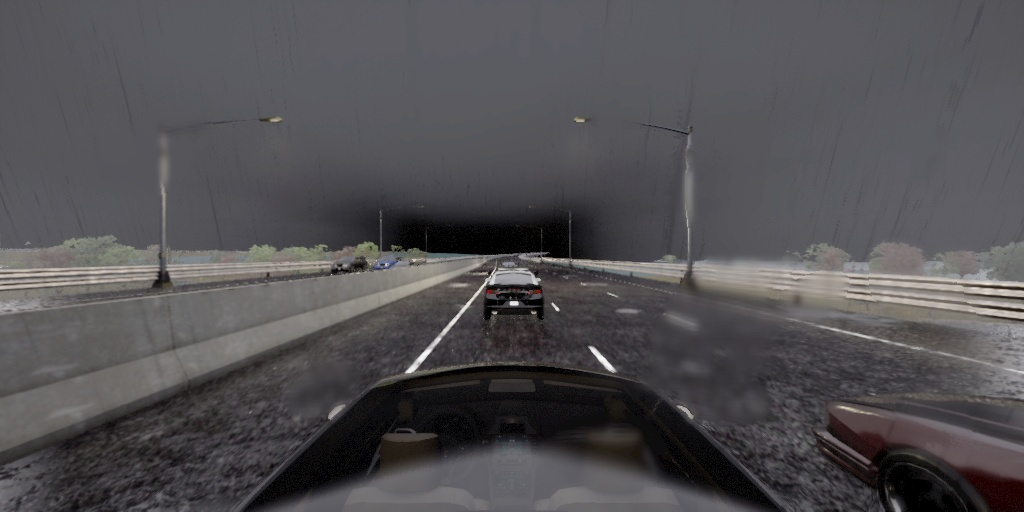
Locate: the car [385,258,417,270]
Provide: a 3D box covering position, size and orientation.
[{"bbox_3d":[-10.950,1.253,36.412,1.837,1.490,4.892,0,0,-1],"label":"car"}]

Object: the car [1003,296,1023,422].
[{"bbox_3d":[7.092,1.253,2.062,1.837,1.490,4.892,0,0,0],"label":"car"}]

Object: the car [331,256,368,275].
[{"bbox_3d":[-18.004,0.969,40.054,2.150,2.045,5.566,0,0,-1],"label":"car"}]

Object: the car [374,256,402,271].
[{"bbox_3d":[-14.539,0.966,42.752,2.150,2.045,5.566,0,0,-1],"label":"car"}]

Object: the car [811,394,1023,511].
[{"bbox_3d":[3.596,1.297,0.682,2.033,1.411,5.357,0,0,0],"label":"car"}]

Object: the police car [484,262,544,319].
[{"bbox_3d":[0.047,1.174,13.014,1.930,1.638,5.238,0,0,0],"label":"police car"}]
